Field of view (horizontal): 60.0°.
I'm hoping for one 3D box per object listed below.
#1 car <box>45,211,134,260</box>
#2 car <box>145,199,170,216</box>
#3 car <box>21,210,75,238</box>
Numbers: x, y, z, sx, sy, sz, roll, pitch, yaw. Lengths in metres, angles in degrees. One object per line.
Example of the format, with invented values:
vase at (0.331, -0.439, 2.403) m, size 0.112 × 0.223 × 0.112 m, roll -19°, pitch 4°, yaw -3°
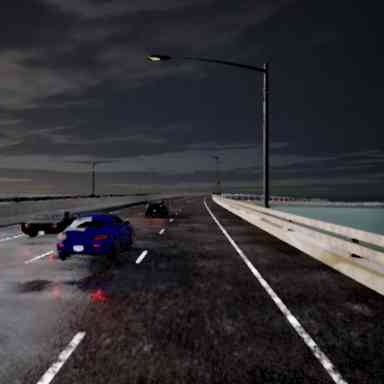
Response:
car at (-3.381, 1.505, 12.218) m, size 1.812 × 1.442 × 4.674 m, roll 0°, pitch 0°, yaw 0°
car at (-3.216, 1.439, 31.308) m, size 2.128 × 1.511 × 4.902 m, roll 0°, pitch 0°, yaw 1°
car at (-6.841, 1.572, 17.368) m, size 1.895 × 1.301 × 4.718 m, roll 0°, pitch 0°, yaw 0°
